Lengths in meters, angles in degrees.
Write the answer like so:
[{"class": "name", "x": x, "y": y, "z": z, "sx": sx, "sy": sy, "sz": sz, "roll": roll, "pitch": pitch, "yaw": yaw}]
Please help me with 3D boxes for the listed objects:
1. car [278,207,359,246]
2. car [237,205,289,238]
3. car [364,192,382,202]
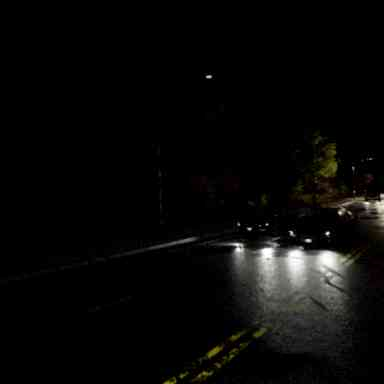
[{"class": "car", "x": 5.989, "y": 1.406, "z": 14.744, "sx": 2.033, "sy": 1.411, "sz": 5.357, "roll": -3, "pitch": -1, "yaw": 37}, {"class": "car", "x": 4.171, "y": 1.477, "z": 17.742, "sx": 1.837, "sy": 1.490, "sz": 4.892, "roll": -3, "pitch": -1, "yaw": 37}, {"class": "car", "x": 27.741, "y": 0.762, "z": 50.930, "sx": 1.812, "sy": 1.442, "sz": 4.674, "roll": -3, "pitch": -1, "yaw": 34}]
